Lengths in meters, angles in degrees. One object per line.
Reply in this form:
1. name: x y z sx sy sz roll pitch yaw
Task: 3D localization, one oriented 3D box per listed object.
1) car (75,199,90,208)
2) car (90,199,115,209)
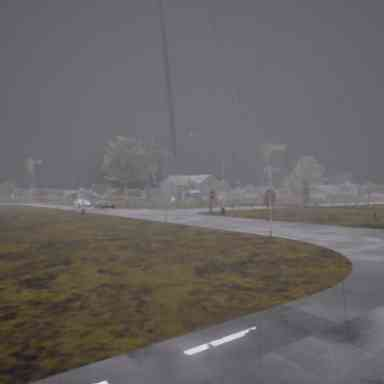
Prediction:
1. car: -18.546 1.845 56.191 1.812 1.442 4.674 -1 0 -36
2. car: -12.748 1.745 48.195 1.994 1.385 4.181 -1 0 -35
